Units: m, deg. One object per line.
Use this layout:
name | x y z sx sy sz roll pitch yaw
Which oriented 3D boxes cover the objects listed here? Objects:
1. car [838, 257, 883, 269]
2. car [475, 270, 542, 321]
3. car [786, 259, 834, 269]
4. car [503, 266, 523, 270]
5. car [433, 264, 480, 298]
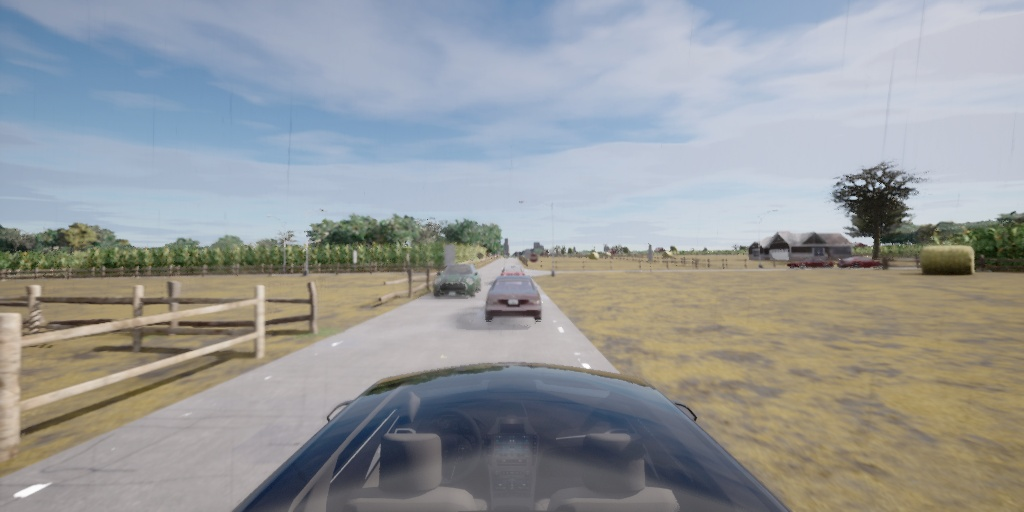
car | 41.398 0.814 42.518 4.674 1.442 1.812 -1 -1 0
car | 0.059 1.391 12.847 2.033 1.411 5.357 0 0 0
car | 37.639 0.995 45.357 4.718 1.301 1.895 -1 -1 0
car | 0.049 1.471 28.147 1.895 1.301 4.718 0 0 0
car | -2.842 1.222 19.410 2.097 1.767 4.553 0 0 0
